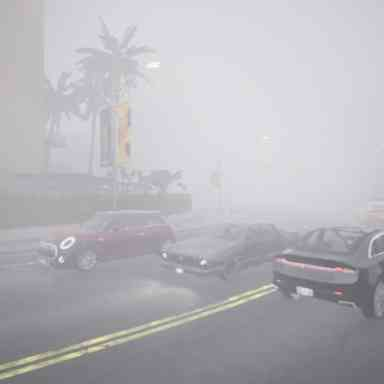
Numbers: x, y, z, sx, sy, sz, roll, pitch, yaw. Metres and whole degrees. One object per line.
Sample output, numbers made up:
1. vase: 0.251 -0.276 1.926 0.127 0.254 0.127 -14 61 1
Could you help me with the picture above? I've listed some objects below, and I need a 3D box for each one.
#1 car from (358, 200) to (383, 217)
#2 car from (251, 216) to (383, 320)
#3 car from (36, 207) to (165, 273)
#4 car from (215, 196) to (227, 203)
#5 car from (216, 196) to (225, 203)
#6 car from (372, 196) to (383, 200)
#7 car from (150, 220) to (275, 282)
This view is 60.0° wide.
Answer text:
1. car: 14.190 1.604 25.706 1.882 1.535 5.008 0 0 17
2. car: 3.695 1.532 7.526 4.902 1.511 2.128 0 0 -45
3. car: -2.719 1.440 11.250 4.553 1.767 2.097 0 -1 -45
4. car: 7.412 2.007 81.381 2.097 1.535 5.008 0 0 1
5. car: 7.450 1.924 87.808 2.185 1.767 4.553 0 0 1
6. car: 19.114 1.380 32.926 2.150 2.045 5.566 0 0 7
7. car: 1.511 1.615 10.363 2.033 1.411 5.357 -1 -1 43
